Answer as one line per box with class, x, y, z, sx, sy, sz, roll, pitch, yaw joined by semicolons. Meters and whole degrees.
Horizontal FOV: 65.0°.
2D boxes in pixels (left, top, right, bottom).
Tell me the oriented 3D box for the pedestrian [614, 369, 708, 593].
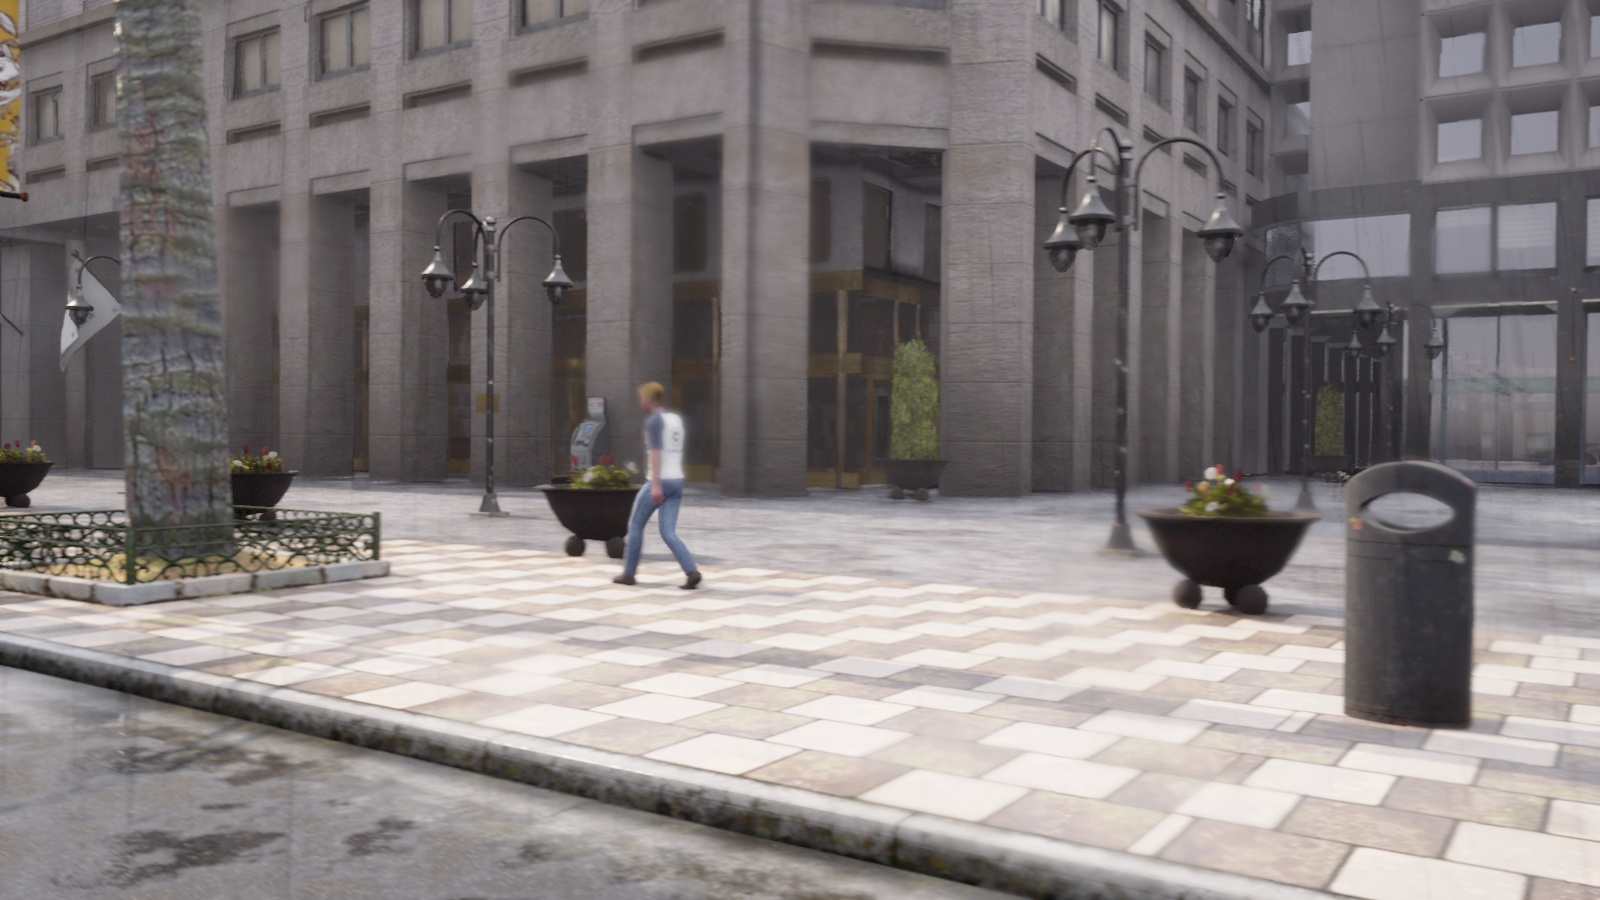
pedestrian;-1.179;0.253;10.649;0.706;1.836;0.354;0;1;31
